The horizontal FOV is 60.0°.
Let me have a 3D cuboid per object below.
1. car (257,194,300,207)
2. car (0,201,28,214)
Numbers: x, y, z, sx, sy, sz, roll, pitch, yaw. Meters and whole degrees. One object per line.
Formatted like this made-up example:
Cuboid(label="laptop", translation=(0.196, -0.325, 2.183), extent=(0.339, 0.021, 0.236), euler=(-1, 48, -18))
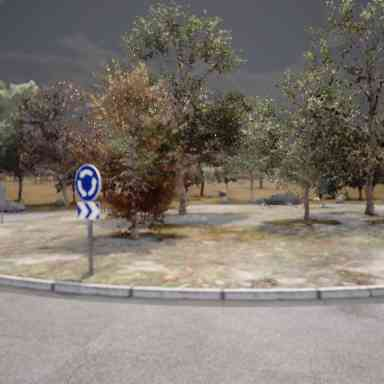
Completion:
Cuboid(label="car", translation=(9.936, 0.962, 38.454), extent=(4.892, 1.490, 1.837), euler=(-1, -1, 29))
Cuboid(label="car", translation=(-20.154, 1.629, 34.714), extent=(5.357, 1.411, 2.033), euler=(-1, 1, -20))
